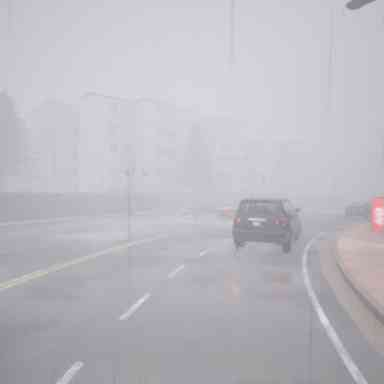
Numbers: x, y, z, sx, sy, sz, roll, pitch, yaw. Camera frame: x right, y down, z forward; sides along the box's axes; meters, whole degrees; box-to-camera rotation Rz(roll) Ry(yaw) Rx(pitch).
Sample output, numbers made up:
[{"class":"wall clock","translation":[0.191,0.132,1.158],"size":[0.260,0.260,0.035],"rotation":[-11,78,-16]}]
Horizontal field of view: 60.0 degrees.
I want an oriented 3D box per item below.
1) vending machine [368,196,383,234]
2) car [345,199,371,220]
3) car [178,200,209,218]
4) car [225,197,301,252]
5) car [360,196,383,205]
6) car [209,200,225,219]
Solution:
[{"class":"vending machine","translation":[10.776,1.286,19.060],"size":[1.100,2.100,0.880],"rotation":[1,0,35]},{"class":"car","translation":[15.545,1.622,29.995],"size":[4.902,1.511,2.128],"rotation":[0,0,-42]},{"class":"car","translation":[0.814,1.491,30.206],"size":[2.128,1.511,4.902],"rotation":[0,0,40]},{"class":"car","translation":[3.379,1.248,14.461],"size":[2.150,2.045,5.566],"rotation":[0,0,23]},{"class":"car","translation":[30.987,1.427,57.345],"size":[4.181,1.385,1.994],"rotation":[0,0,-41]},{"class":"car","translation":[3.938,1.505,28.565],"size":[1.882,1.535,5.008],"rotation":[0,0,41]}]
